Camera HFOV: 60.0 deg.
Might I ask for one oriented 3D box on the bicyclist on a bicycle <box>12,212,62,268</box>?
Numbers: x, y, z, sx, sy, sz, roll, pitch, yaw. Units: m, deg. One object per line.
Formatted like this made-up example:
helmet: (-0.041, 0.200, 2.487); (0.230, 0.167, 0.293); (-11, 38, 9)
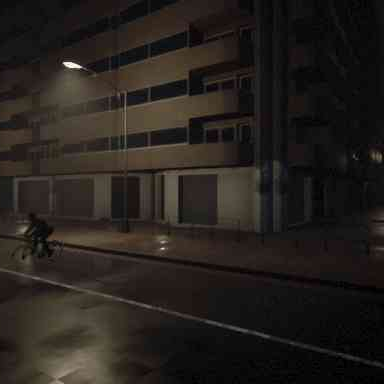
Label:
bicyclist on a bicycle: (-4.746, 1.444, 10.257); (0.582, 1.620, 1.656); (0, 2, 34)
